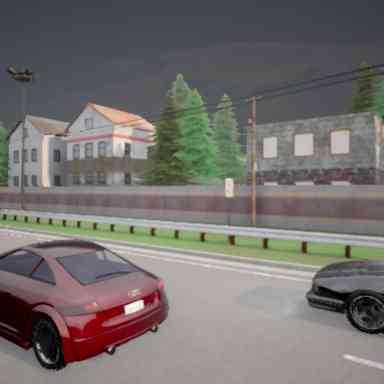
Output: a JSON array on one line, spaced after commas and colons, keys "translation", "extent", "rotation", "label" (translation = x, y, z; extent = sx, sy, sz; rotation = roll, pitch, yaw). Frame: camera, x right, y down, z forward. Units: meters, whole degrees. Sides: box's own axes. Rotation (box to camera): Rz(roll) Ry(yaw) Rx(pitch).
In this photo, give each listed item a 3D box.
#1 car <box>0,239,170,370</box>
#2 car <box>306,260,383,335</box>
[{"translation": [-2.418, 1.534, 5.717], "extent": [4.181, 1.385, 1.994], "rotation": [0, 0, 36], "label": "car"}, {"translation": [4.632, 1.553, 4.987], "extent": [5.357, 1.411, 2.033], "rotation": [0, 0, 35], "label": "car"}]
